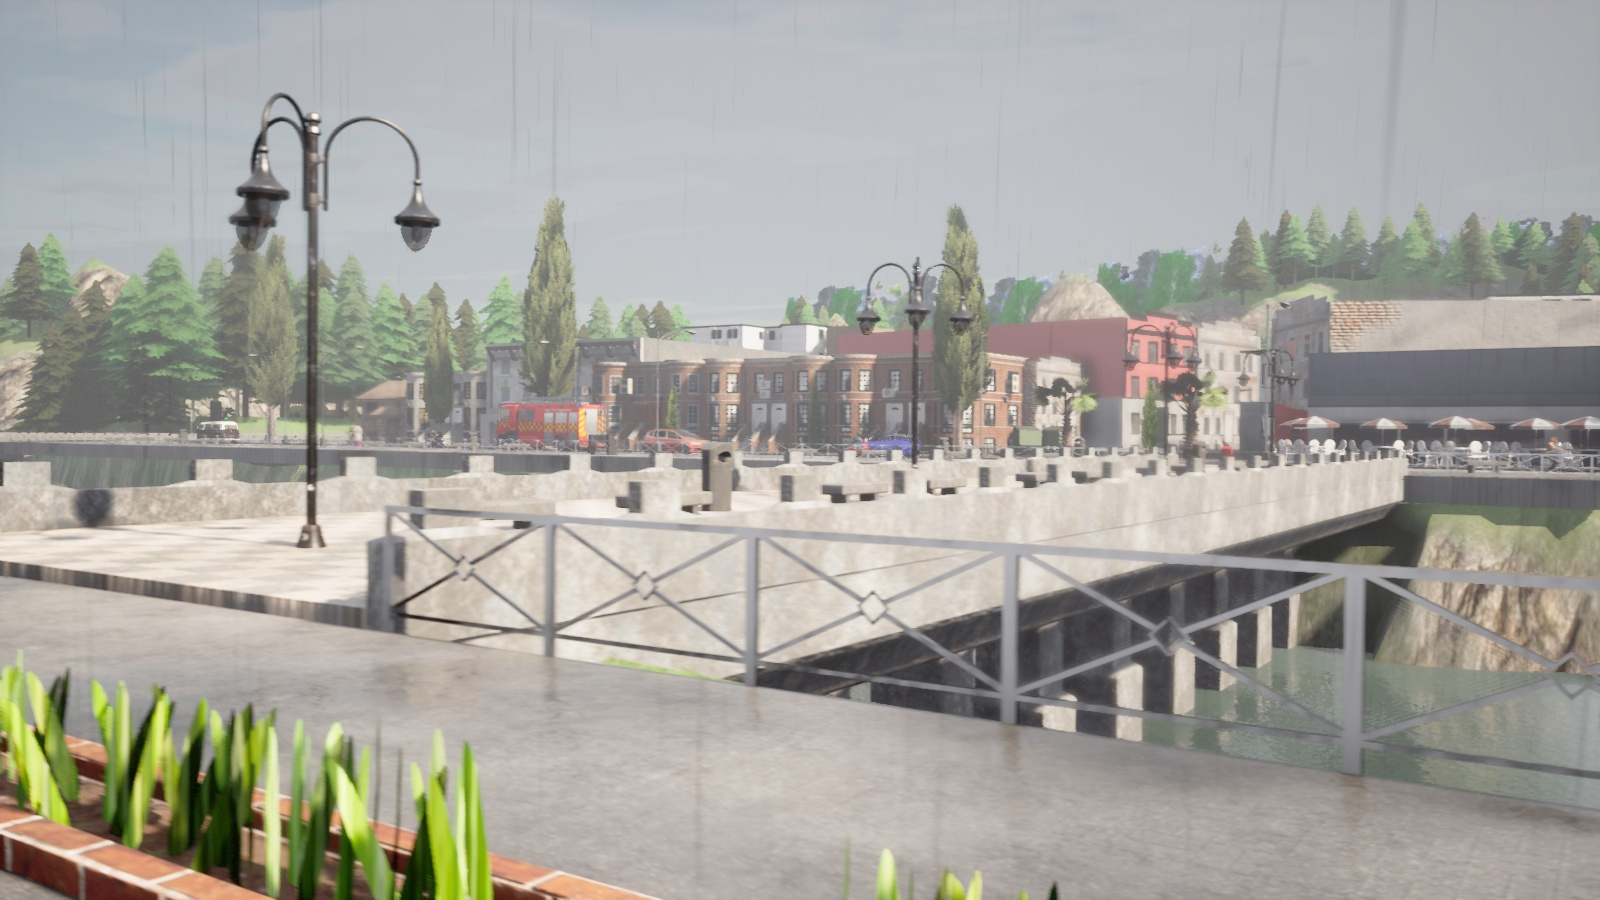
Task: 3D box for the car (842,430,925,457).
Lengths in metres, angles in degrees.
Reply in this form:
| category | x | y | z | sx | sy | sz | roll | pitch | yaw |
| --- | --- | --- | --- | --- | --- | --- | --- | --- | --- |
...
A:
| category | x | y | z | sx | sy | sz | roll | pitch | yaw |
| --- | --- | --- | --- | --- | --- | --- | --- | --- | --- |
| car | 4.964 | -0.390 | 74.958 | 4.514 | 1.525 | 2.007 | 0 | 1 | 34 |

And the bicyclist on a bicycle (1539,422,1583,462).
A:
| category | x | y | z | sx | sy | sz | roll | pitch | yaw |
| --- | --- | --- | --- | --- | --- | --- | --- | --- | --- |
| bicyclist on a bicycle | 31.748 | -0.335 | 52.381 | 1.509 | 1.612 | 0.866 | 0 | 1 | 34 |

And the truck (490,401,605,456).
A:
| category | x | y | z | sx | sy | sz | roll | pitch | yaw |
| --- | --- | --- | --- | --- | --- | --- | --- | --- | --- |
| truck | -18.205 | -1.501 | 90.320 | 8.468 | 3.827 | 2.891 | 0 | 1 | 34 |

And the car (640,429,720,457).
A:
| category | x | y | z | sx | sy | sz | roll | pitch | yaw |
| --- | --- | --- | --- | --- | --- | --- | --- | --- | --- |
| car | -7.516 | -0.427 | 78.443 | 4.611 | 1.667 | 2.242 | 0 | 1 | 34 |
